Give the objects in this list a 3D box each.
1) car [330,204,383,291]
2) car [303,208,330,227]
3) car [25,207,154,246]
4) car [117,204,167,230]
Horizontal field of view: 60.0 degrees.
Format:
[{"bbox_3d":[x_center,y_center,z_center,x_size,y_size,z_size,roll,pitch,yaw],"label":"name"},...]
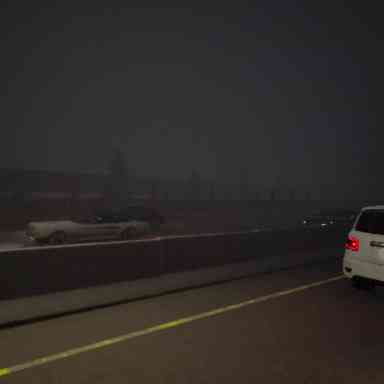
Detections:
[{"bbox_3d":[5.895,1.336,8.132,5.566,2.045,2.150,1,0,-38],"label":"car"},{"bbox_3d":[8.397,1.681,19.315,4.892,1.490,1.837,2,0,-38],"label":"car"},{"bbox_3d":[-4.211,1.465,13.777,4.718,1.301,1.895,1,0,-38],"label":"car"},{"bbox_3d":[-3.602,1.404,18.728,4.674,1.442,1.812,2,0,-38],"label":"car"}]
